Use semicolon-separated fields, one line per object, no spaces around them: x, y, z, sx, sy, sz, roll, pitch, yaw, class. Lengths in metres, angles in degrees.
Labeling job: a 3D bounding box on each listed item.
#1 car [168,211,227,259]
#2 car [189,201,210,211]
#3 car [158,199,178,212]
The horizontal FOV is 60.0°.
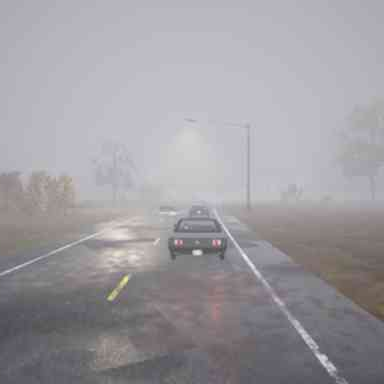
0.212;1.598;12.601;1.895;1.301;4.718;0;0;1;car
0.676;1.516;30.207;1.812;1.442;4.674;0;0;2;car
-2.670;1.533;38.666;2.033;1.411;5.357;0;0;3;car
